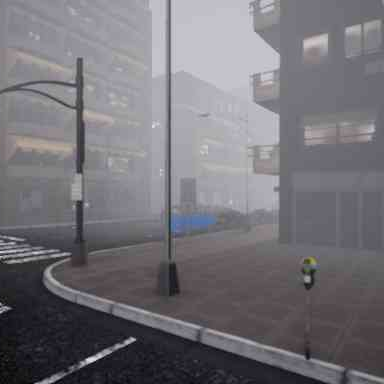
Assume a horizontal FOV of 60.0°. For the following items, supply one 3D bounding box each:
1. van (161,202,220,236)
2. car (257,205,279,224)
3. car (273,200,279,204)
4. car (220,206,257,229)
[{"bbox_3d":[-0.163,1.666,20.439,1.690,1.788,3.998,-1,-2,35],"label":"van"},{"bbox_3d":[6.084,2.119,29.585,1.802,1.307,4.206,-1,-2,35],"label":"car"},{"bbox_3d":[13.701,2.219,50.174,2.150,2.045,5.566,0,-1,35],"label":"car"},{"bbox_3d":[2.892,1.996,25.059,1.947,1.339,4.313,-1,-2,35],"label":"car"}]
